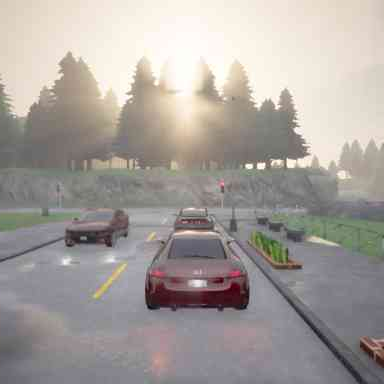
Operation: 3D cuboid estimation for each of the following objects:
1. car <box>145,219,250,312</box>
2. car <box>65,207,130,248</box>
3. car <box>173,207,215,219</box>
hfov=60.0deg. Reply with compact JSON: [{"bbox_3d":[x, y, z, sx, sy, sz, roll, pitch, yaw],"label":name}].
[{"bbox_3d":[0.096,1.564,7.809,1.994,1.385,4.181,0,0,0],"label":"car"},{"bbox_3d":[-4.089,1.477,15.069,1.882,1.535,5.008,0,0,0],"label":"car"},{"bbox_3d":[0.091,1.505,16.721,1.837,1.490,4.892,0,0,0],"label":"car"}]
